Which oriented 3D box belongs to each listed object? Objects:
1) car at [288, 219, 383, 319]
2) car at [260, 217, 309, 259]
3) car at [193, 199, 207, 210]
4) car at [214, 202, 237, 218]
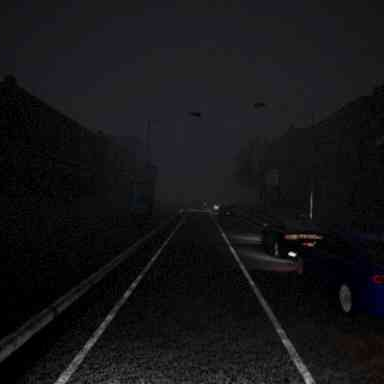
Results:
[{"bbox_3d":[3.985,1.710,7.932,1.882,1.535,5.008,2,-1,1],"label":"car"},{"bbox_3d":[4.139,1.787,13.930,1.882,1.535,5.008,2,-1,1],"label":"car"},{"bbox_3d":[1.219,1.827,51.644,2.097,1.767,4.553,2,0,2],"label":"car"},{"bbox_3d":[3.867,2.008,36.989,2.128,1.511,4.902,2,0,2],"label":"car"}]
